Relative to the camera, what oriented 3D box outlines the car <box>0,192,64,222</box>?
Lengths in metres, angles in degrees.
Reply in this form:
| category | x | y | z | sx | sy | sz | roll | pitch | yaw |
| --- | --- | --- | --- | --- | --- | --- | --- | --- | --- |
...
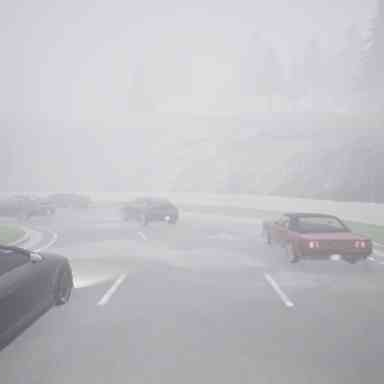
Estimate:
| category | x | y | z | sx | sy | sz | roll | pitch | yaw |
| --- | --- | --- | --- | --- | --- | --- | --- | --- | --- |
| car | -10.684 | 0.956 | 20.187 | 4.902 | 1.511 | 2.128 | 1 | 1 | 18 |

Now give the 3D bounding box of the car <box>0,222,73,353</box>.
| category | x | y | z | sx | sy | sz | roll | pitch | yaw |
| --- | --- | --- | --- | --- | --- | --- | --- | --- | --- |
| car | -3.327 | 1.431 | 4.890 | 1.994 | 1.385 | 4.181 | 0 | 1 | 0 |

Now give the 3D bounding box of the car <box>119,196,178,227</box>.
| category | x | y | z | sx | sy | sz | roll | pitch | yaw |
| --- | --- | --- | --- | --- | --- | --- | --- | --- | --- |
| car | -2.567 | 1.013 | 18.873 | 1.837 | 1.490 | 4.892 | 1 | 1 | -33 |

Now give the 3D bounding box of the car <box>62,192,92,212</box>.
| category | x | y | z | sx | sy | sz | roll | pitch | yaw |
| --- | --- | --- | --- | --- | --- | --- | --- | --- | --- |
| car | -10.650 | 0.790 | 27.175 | 4.892 | 1.490 | 1.837 | 0 | 0 | 10 |

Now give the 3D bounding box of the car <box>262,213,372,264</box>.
| category | x | y | z | sx | sy | sz | roll | pitch | yaw |
| --- | --- | --- | --- | --- | --- | --- | --- | --- | --- |
| car | 3.642 | 1.325 | 10.731 | 1.895 | 1.301 | 4.718 | 0 | 1 | -1 |
